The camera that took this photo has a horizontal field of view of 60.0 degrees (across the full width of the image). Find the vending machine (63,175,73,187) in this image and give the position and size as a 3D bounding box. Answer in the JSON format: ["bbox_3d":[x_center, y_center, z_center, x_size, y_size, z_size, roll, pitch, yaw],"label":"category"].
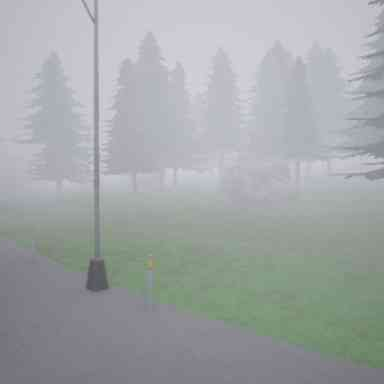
[{"bbox_3d":[-22.303,-2.003,59.762,1.100,2.100,0.880,-6,-2,11],"label":"vending machine"}]
